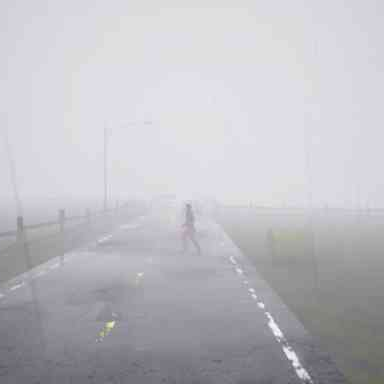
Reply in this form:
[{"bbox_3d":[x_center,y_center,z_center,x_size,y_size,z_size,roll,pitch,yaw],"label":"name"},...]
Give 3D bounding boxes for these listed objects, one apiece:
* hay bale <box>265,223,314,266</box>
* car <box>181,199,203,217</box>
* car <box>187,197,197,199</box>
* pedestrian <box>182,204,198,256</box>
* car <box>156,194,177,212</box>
[{"bbox_3d":[3.091,1.652,10.697,1.220,1.180,1.240,-1,-1,0],"label":"hay bale"},{"bbox_3d":[0.002,1.596,31.077,1.895,1.301,4.718,0,0,0],"label":"car"},{"bbox_3d":[-0.040,1.476,45.863,1.882,1.535,5.008,0,0,0],"label":"car"},{"bbox_3d":[-0.070,1.289,11.694,0.375,1.860,0.375,1,-1,-2],"label":"pedestrian"},{"bbox_3d":[-2.950,1.218,39.449,2.150,2.045,5.566,0,0,0],"label":"car"}]
